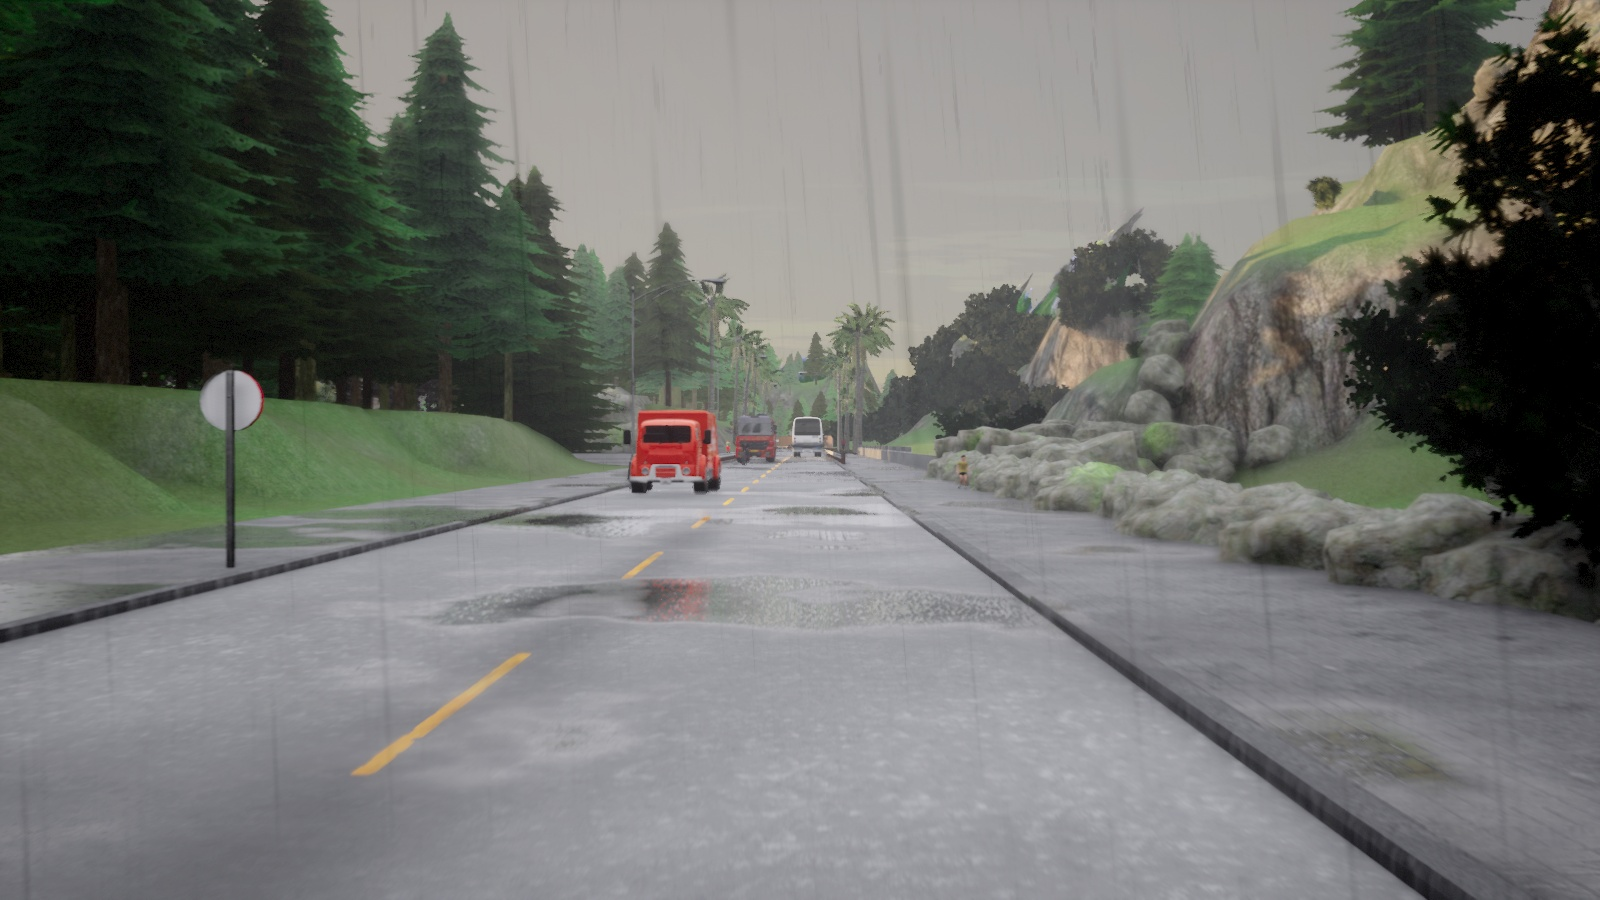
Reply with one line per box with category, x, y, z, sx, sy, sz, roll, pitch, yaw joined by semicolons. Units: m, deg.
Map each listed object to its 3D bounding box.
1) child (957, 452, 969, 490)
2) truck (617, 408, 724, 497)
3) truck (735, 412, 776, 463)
child;4.867;0.629;37.496;0.255;1.110;0.394;0;0;-10
truck;-3.768;0.041;37.612;2.627;2.467;5.204;0;1;0
truck;-3.412;-0.973;98.025;2.891;3.827;8.468;0;0;0
